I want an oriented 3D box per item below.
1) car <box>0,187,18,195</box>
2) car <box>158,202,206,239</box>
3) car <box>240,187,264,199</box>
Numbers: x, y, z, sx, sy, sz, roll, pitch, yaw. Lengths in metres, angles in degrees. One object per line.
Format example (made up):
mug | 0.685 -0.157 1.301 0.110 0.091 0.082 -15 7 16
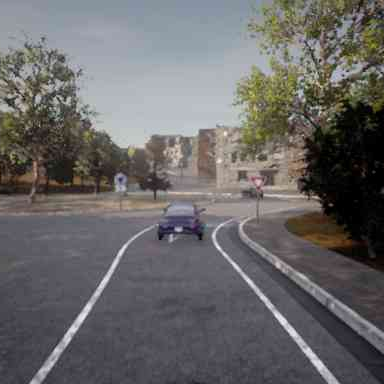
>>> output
car | -29.644 -0.116 51.346 1.895 1.301 4.718 2 2 40
car | -0.366 1.149 14.819 1.812 1.442 4.674 0 2 3
car | 7.703 0.027 43.276 2.128 1.511 4.902 0 2 -10
